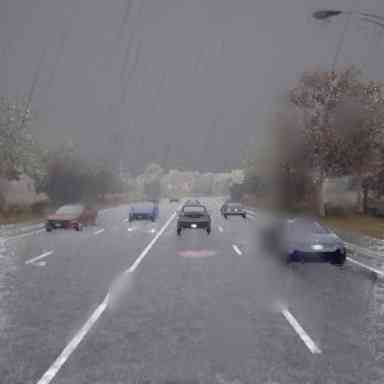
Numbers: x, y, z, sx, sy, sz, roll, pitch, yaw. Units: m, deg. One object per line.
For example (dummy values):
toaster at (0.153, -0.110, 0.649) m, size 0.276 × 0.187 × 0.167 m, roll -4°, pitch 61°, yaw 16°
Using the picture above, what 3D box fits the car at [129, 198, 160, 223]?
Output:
car at (-3.597, 1.476, 25.645) m, size 1.882 × 1.535 × 5.008 m, roll 0°, pitch 0°, yaw 0°

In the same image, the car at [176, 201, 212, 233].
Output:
car at (0.102, 1.503, 19.663) m, size 1.837 × 1.490 × 4.892 m, roll 0°, pitch 0°, yaw 0°

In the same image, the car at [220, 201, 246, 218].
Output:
car at (3.600, 1.545, 29.652) m, size 2.033 × 1.411 × 5.357 m, roll 0°, pitch 0°, yaw 0°

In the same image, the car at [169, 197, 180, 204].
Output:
car at (-3.471, 1.590, 66.206) m, size 1.895 × 1.301 × 4.718 m, roll 0°, pitch 0°, yaw 1°

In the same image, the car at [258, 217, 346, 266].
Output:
car at (3.600, 1.563, 11.582) m, size 1.994 × 1.385 × 4.181 m, roll 0°, pitch 0°, yaw 0°

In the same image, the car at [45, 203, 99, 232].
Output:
car at (-7.099, 1.476, 20.118) m, size 1.882 × 1.535 × 5.008 m, roll 0°, pitch 0°, yaw 0°
